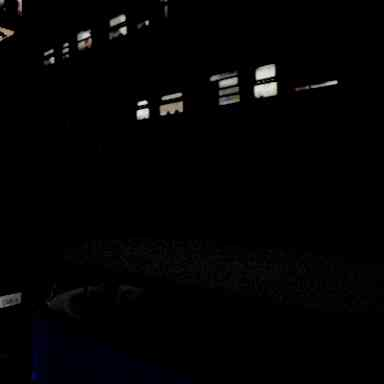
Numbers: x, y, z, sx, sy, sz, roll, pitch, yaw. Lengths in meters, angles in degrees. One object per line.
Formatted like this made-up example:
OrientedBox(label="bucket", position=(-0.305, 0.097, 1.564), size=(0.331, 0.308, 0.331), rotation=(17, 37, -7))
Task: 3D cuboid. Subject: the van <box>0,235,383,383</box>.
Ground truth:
OrientedBox(label="van", position=(0.348, 1.342, 2.635), size=(3.998, 1.788, 1.690), rotation=(0, 0, 36))
